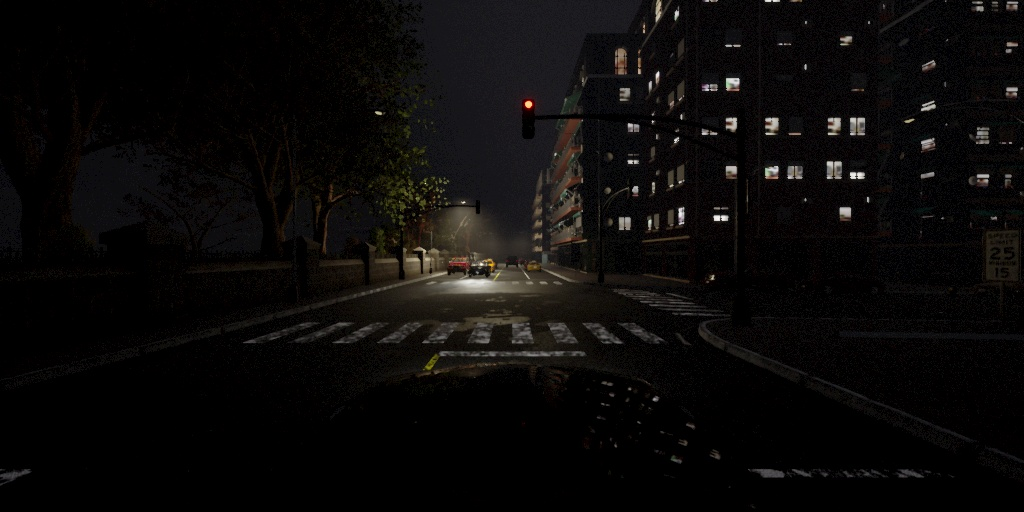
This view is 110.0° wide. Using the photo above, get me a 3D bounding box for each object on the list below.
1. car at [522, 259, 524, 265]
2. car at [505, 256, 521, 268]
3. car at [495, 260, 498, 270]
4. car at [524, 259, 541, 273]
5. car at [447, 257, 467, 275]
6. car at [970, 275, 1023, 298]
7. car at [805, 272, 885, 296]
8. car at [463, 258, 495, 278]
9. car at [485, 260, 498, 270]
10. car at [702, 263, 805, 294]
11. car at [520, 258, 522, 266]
[{"bbox_3d":[2.709,1.306,49.846,1.888,1.381,4.507,0,0,0],"label":"car"},{"bbox_3d":[0.025,0.993,63.707,2.150,2.045,5.566,0,0,0],"label":"car"},{"bbox_3d":[-3.074,1.235,44.219,1.882,1.535,5.008,0,0,0],"label":"car"},{"bbox_3d":[2.707,1.283,44.481,1.751,1.417,4.829,0,0,0],"label":"car"},{"bbox_3d":[-5.675,1.069,38.778,2.192,1.841,5.009,0,0,0],"label":"car"},{"bbox_3d":[31.523,1.857,22.233,4.829,1.417,1.751,0,0,0],"label":"car"},{"bbox_3d":[20.302,1.671,22.202,4.507,1.381,1.888,0,0,0],"label":"car"},{"bbox_3d":[-3.074,1.245,34.718,2.128,1.511,4.902,0,0,0],"label":"car"},{"bbox_3d":[-3.068,1.290,54.398,1.812,1.442,4.674,0,0,0],"label":"car"},{"bbox_3d":[14.607,1.338,22.186,5.009,1.841,2.192,0,0,0],"label":"car"},{"bbox_3d":[2.711,1.316,55.382,2.007,1.370,4.403,0,0,0],"label":"car"}]
